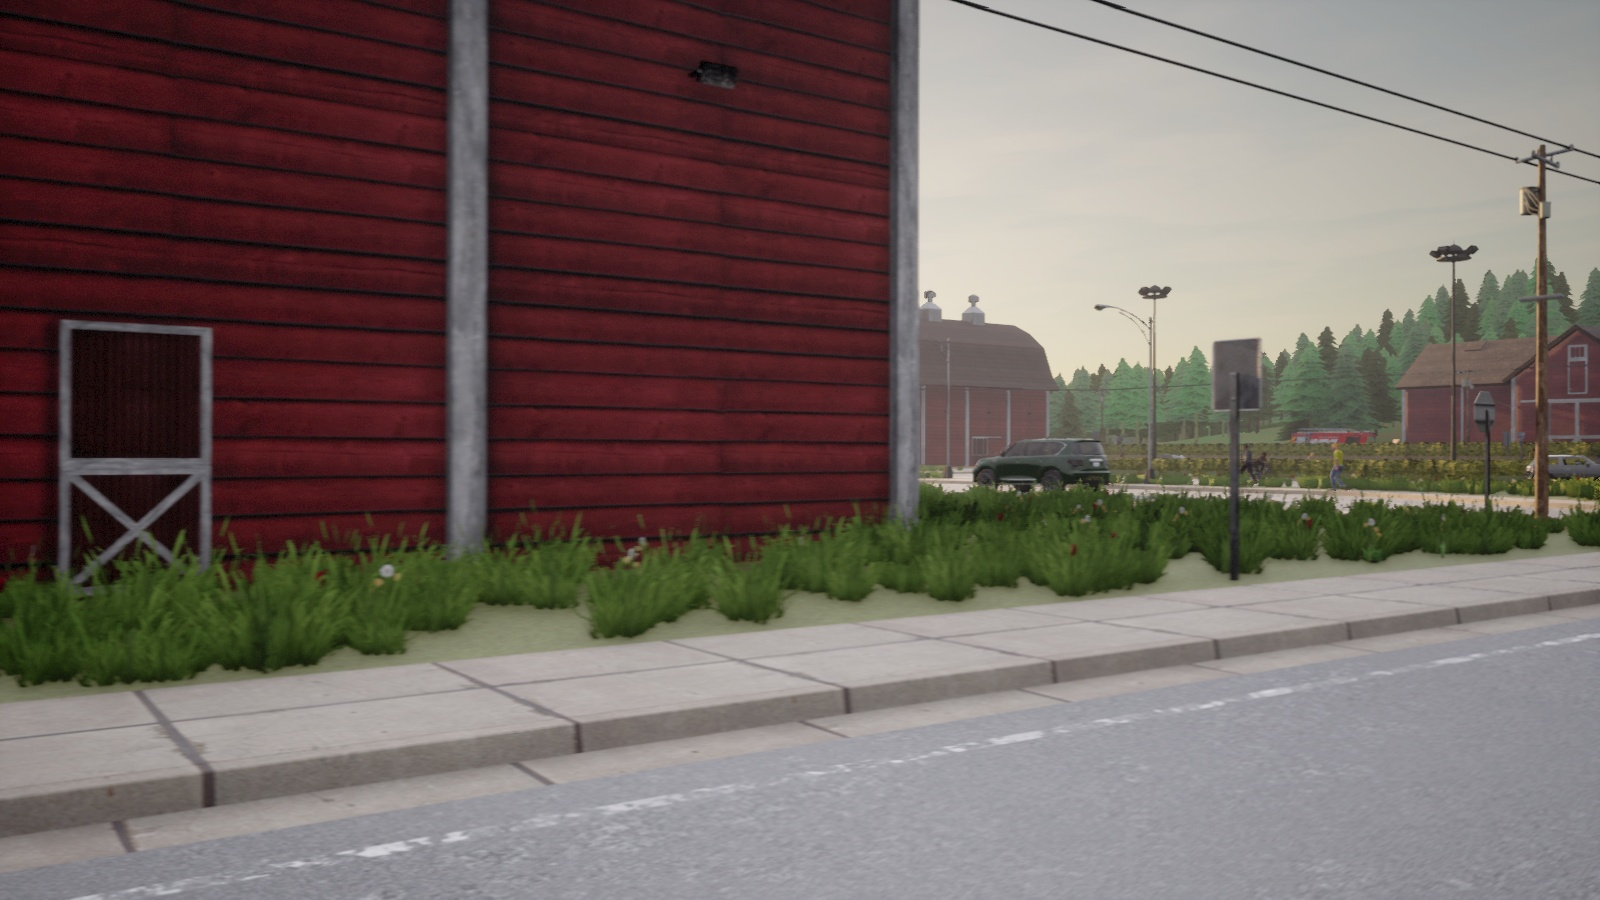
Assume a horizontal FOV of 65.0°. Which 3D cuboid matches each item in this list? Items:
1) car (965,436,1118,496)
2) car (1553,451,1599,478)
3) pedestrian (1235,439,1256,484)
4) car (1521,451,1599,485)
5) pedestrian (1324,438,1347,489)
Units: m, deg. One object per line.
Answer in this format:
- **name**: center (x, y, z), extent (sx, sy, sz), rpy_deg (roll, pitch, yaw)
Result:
- **car**: center (8.795, 0.559, 46.230), extent (2.150, 2.045, 5.566), rpy_deg (0, 0, -36)
- **car**: center (44.918, 0.821, 69.779), extent (2.163, 1.488, 4.792), rpy_deg (0, 0, -35)
- **pedestrian**: center (19.533, 0.493, 55.061), extent (0.423, 1.949, 0.788), rpy_deg (0, 0, -36)
- **car**: center (33.678, 0.773, 54.579), extent (3.806, 1.475, 1.970), rpy_deg (0, 0, 21)
- **pedestrian**: center (19.384, 0.471, 45.459), extent (0.354, 1.836, 0.706), rpy_deg (0, 0, -35)
